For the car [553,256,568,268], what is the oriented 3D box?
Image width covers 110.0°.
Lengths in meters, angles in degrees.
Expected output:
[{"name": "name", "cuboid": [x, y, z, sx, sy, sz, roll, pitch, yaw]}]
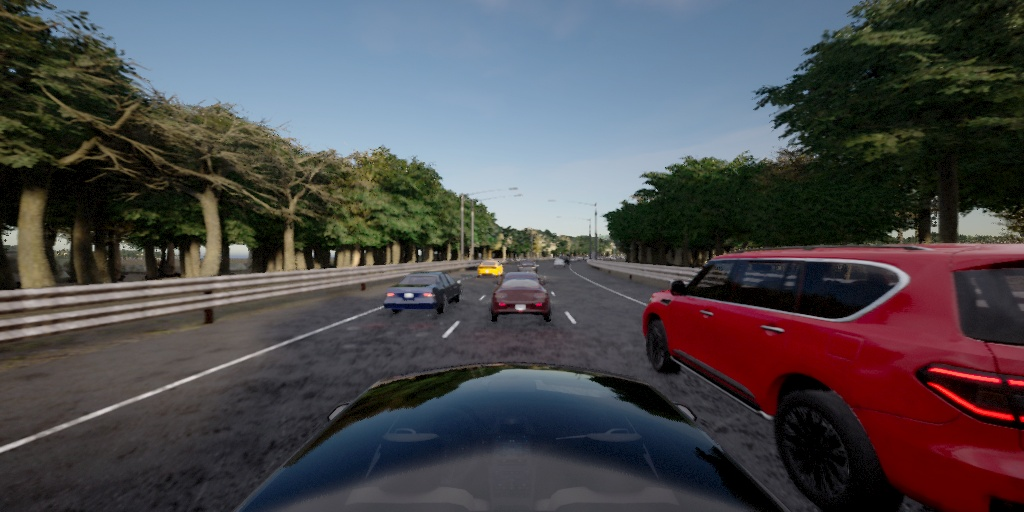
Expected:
[{"name": "car", "cuboid": [8.329, 1.235, 62.820, 1.812, 1.442, 4.674, 0, 0, 10]}]

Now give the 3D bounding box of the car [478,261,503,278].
[{"name": "car", "cuboid": [-1.992, 1.217, 34.021, 1.882, 1.535, 5.008, 0, 0, 5]}]

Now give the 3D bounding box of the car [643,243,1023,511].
[{"name": "car", "cuboid": [3.490, 0.923, 4.381, 2.150, 2.045, 5.566, 0, 0, 1]}]

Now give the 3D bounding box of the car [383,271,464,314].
[{"name": "car", "cuboid": [-3.168, 1.292, 13.807, 2.033, 1.411, 5.357, 0, 0, 2]}]

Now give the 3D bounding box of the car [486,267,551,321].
[{"name": "car", "cuboid": [0.304, 1.275, 12.372, 1.812, 1.442, 4.674, 0, 0, 2]}]

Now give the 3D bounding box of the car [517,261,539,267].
[{"name": "car", "cuboid": [1.526, 1.234, 34.065, 2.128, 1.511, 4.902, 0, 0, 5]}]
